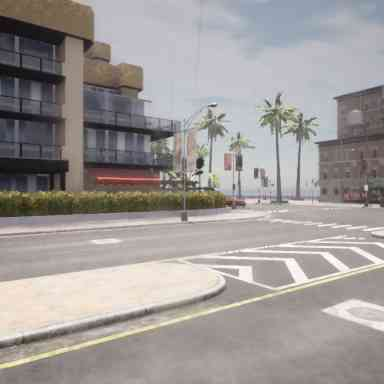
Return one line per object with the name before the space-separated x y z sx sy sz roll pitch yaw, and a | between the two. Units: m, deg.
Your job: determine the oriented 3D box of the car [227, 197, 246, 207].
car | 6.156 1.478 51.241 1.882 1.535 5.008 0 0 -35
